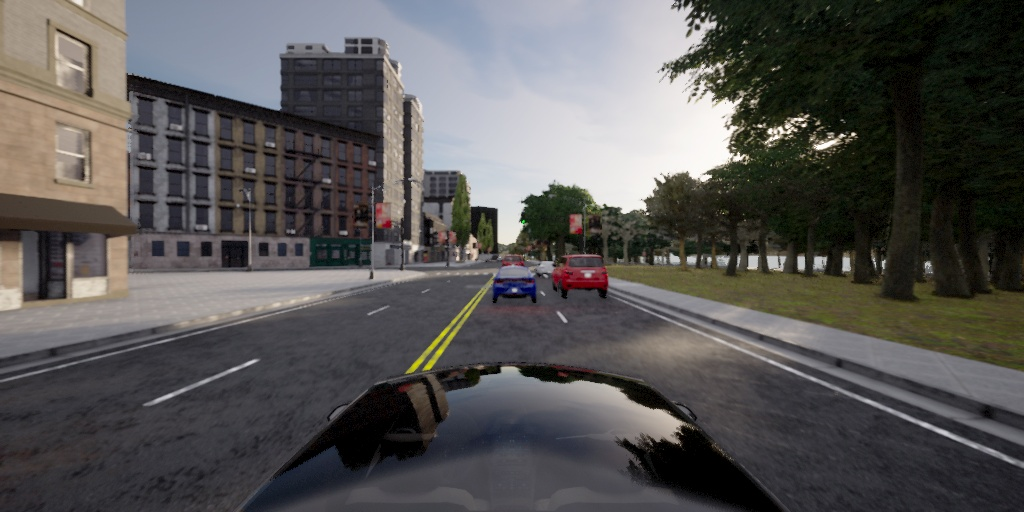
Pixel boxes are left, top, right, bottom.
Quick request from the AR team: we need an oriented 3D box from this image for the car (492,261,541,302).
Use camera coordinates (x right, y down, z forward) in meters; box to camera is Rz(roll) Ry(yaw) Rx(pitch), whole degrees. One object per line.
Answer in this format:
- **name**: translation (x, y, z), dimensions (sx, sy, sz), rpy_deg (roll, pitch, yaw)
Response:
- **car**: translation (0.101, 1.209, 16.879), dimensions (1.882, 1.535, 5.008), rpy_deg (0, 0, 0)

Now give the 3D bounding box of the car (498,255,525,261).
- **car**: translation (0.103, 0.927, 34.421), dimensions (2.150, 2.045, 5.566), rpy_deg (0, 0, 0)

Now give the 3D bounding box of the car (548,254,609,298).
- **car**: translation (3.351, 0.949, 18.510), dimensions (2.150, 2.045, 5.566), rpy_deg (0, 0, 0)

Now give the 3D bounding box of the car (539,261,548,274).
- **car**: translation (3.352, 1.231, 35.008), dimensions (1.812, 1.442, 4.674), rpy_deg (0, 0, 0)
